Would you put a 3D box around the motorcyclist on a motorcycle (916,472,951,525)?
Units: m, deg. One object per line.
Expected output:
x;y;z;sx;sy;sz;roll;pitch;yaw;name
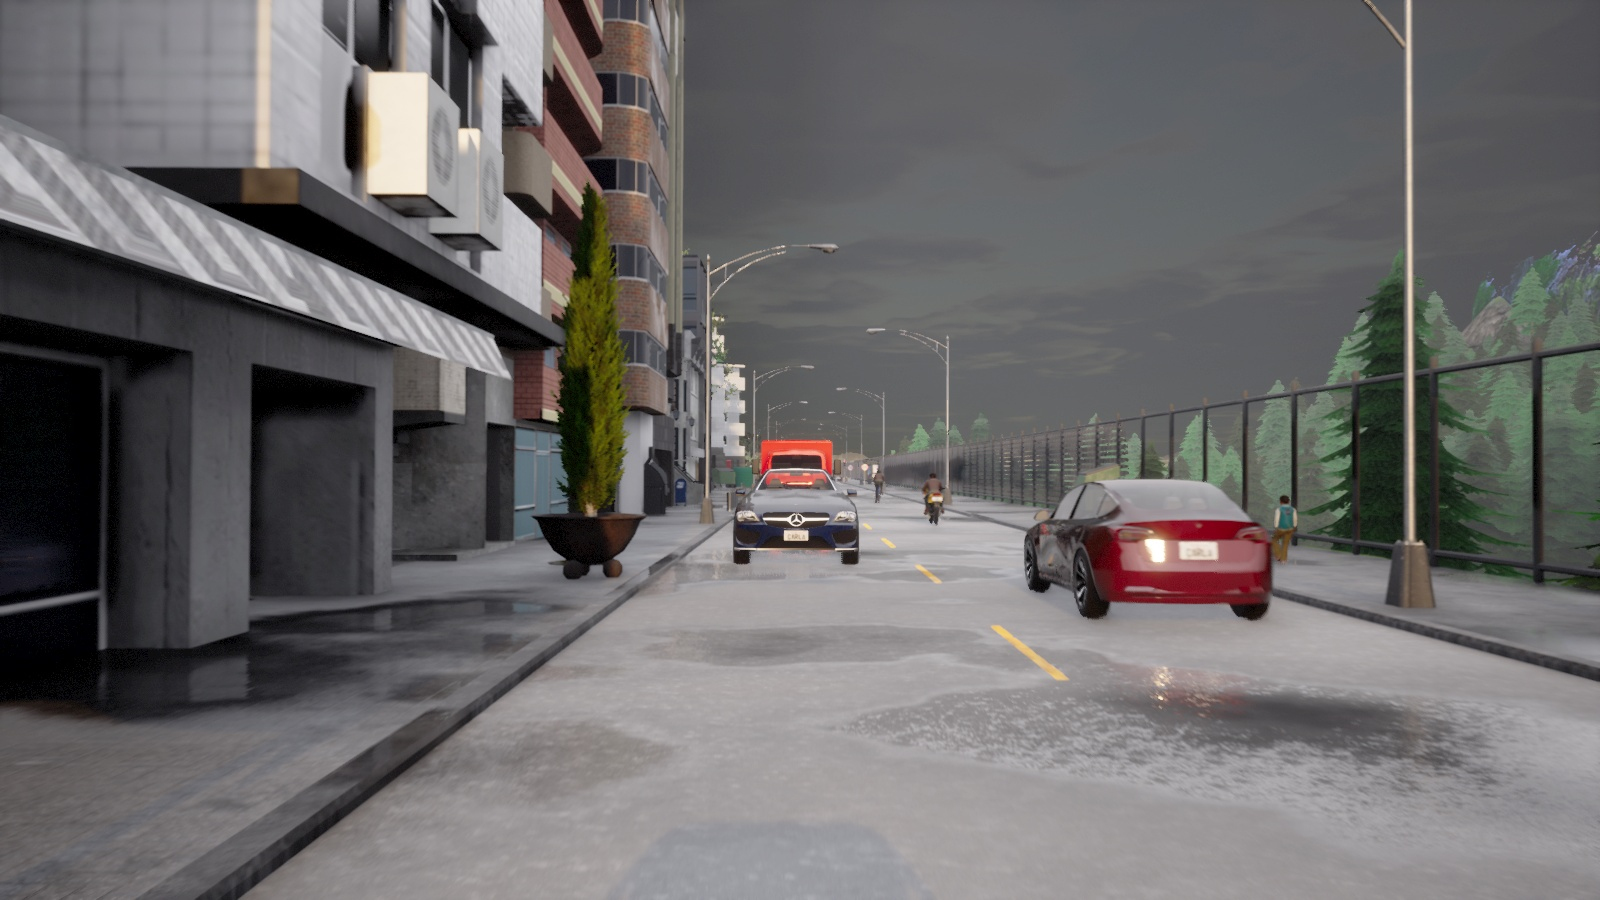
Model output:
3.905;1.398;36.851;0.797;1.523;2.044;0;-1;0;motorcyclist on a motorcycle

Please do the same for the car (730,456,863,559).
-0.061;0.975;22.800;2.152;1.651;5.027;0;-1;0;car

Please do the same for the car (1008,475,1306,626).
3.960;1.049;14.938;2.163;1.488;4.792;0;-1;0;car

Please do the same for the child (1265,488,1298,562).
7.850;1.216;20.470;0.343;1.192;0.448;0;-1;-1;child

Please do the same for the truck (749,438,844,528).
-0.098;0.954;37.372;2.627;2.467;5.204;0;-1;0;truck
